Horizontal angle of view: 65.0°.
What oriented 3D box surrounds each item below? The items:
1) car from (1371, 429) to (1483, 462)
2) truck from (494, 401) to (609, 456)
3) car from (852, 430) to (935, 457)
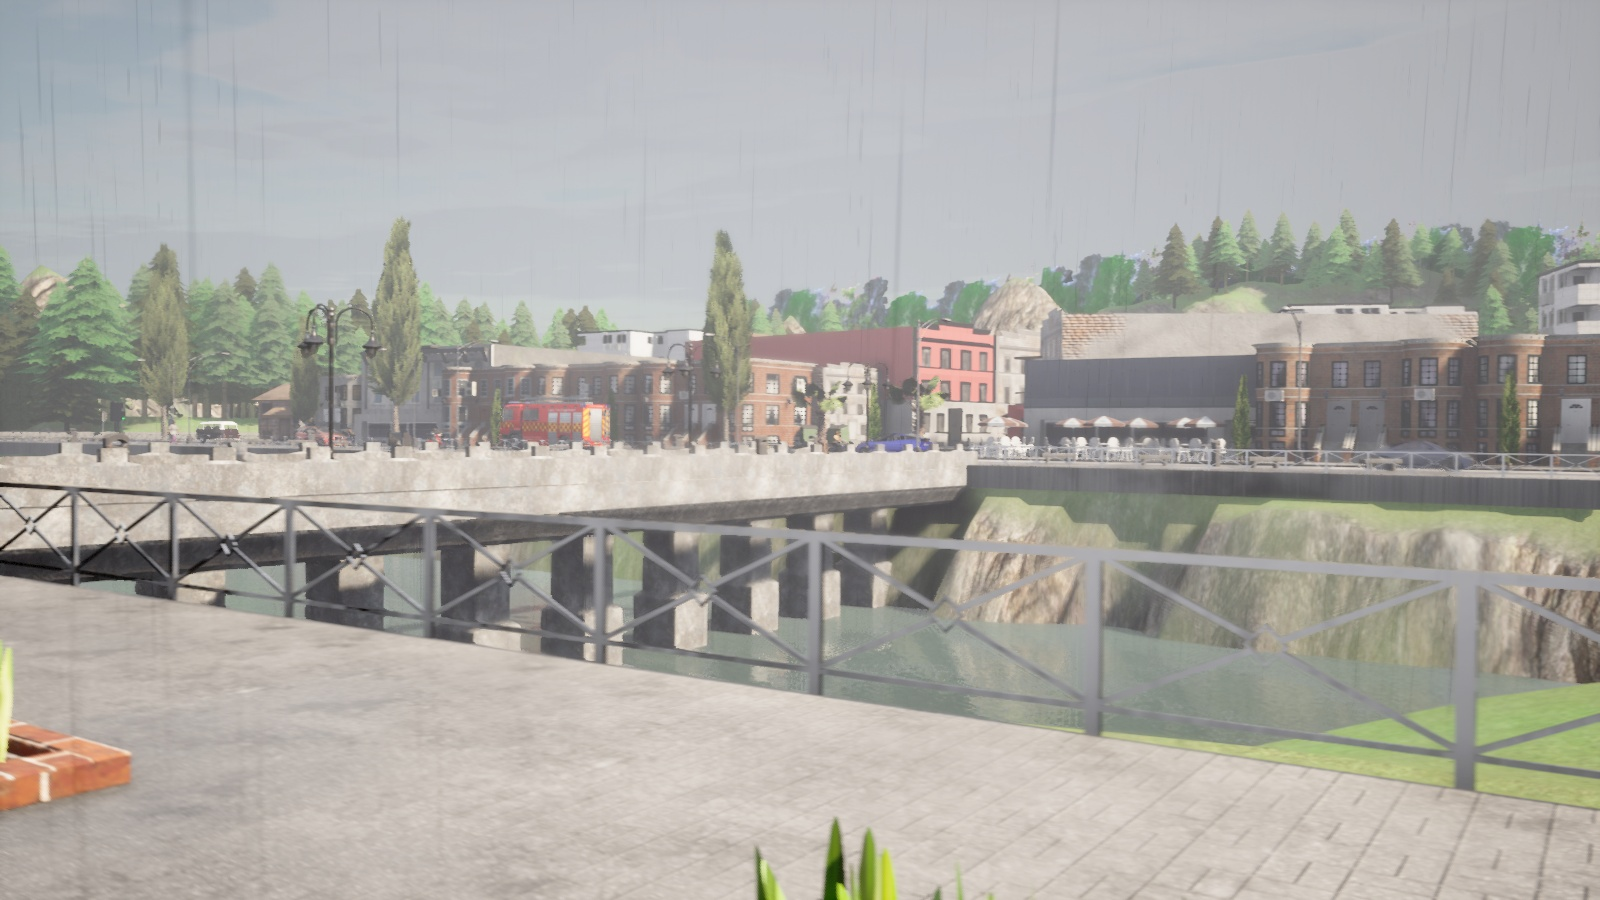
[{"bbox_3d":[27.541,-0.207,55.177,4.181,1.385,1.994,0,1,34],"label":"car"},{"bbox_3d":[-17.877,-1.501,90.106,8.468,3.827,2.891,0,1,34],"label":"truck"},{"bbox_3d":[5.519,-0.390,74.593,4.514,1.525,2.007,0,1,34],"label":"car"}]
